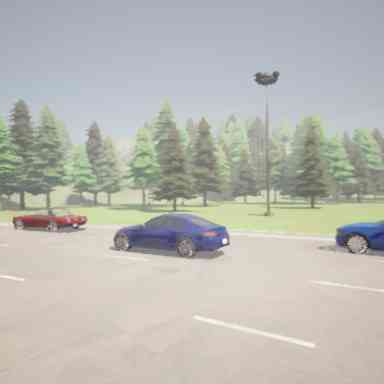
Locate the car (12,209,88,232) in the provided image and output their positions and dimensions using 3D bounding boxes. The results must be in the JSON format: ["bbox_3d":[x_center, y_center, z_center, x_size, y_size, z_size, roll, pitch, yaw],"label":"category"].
[{"bbox_3d":[-8.949,1.723,20.781,4.718,1.301,1.895,-1,0,26],"label":"car"}]

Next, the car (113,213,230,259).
[{"bbox_3d":[-0.851,1.537,12.578,4.674,1.442,1.812,-1,0,31],"label":"car"}]

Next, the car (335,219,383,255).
[{"bbox_3d":[7.544,1.376,11.310,5.008,1.535,1.882,-1,0,35],"label":"car"}]
